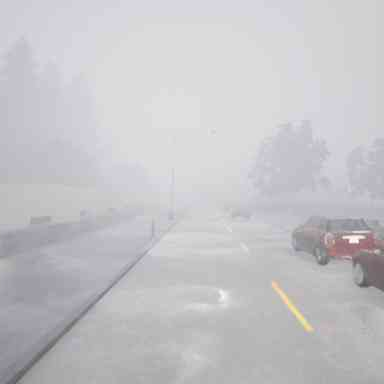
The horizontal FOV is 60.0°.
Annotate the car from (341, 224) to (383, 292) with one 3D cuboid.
[{"bbox_3d":[5.322,1.772,7.257,1.882,1.535,5.008,2,-1,2],"label":"car"}]

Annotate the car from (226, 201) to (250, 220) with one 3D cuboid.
[{"bbox_3d":[5.173,2.129,36.144,2.128,1.511,4.902,2,-1,3],"label":"car"}]

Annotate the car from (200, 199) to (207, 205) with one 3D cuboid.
[{"bbox_3d":[3.028,2.708,89.845,1.837,1.490,4.892,2,-1,2],"label":"car"}]

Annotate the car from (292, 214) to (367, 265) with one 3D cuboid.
[{"bbox_3d":[5.485,1.673,13.227,2.097,1.767,4.553,-1,-1,2],"label":"car"}]

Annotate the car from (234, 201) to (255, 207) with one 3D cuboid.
[{"bbox_3d":[13.080,2.958,82.469,5.357,1.415,2.033,3,-1,-38],"label":"car"}]

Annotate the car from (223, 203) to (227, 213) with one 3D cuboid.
[{"bbox_3d":[5.561,2.303,48.112,1.837,1.490,4.892,2,0,2],"label":"car"}]
